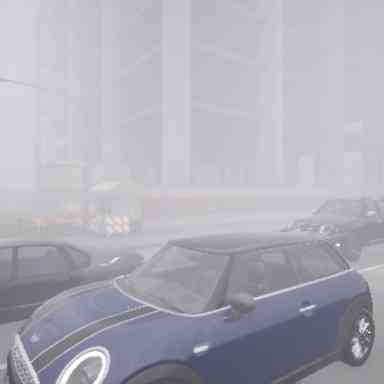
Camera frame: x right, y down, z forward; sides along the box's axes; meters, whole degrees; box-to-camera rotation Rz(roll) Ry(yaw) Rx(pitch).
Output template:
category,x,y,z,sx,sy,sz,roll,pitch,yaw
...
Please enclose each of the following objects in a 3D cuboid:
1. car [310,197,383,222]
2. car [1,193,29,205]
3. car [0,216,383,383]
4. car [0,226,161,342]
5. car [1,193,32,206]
category,x,y,z,sx,sy,sz,roll,pitch,yaw
car,6.083,1.211,12.611,5.566,2.045,2.150,0,0,-35
car,-28.476,1.111,53.507,3.866,1.878,1.905,0,0,-36
car,0.265,1.349,4.176,4.553,1.767,2.097,0,0,-35
car,-3.381,1.548,5.879,5.357,1.411,2.033,0,0,-36
car,-26.752,1.111,51.124,3.866,1.878,1.905,0,0,-36
